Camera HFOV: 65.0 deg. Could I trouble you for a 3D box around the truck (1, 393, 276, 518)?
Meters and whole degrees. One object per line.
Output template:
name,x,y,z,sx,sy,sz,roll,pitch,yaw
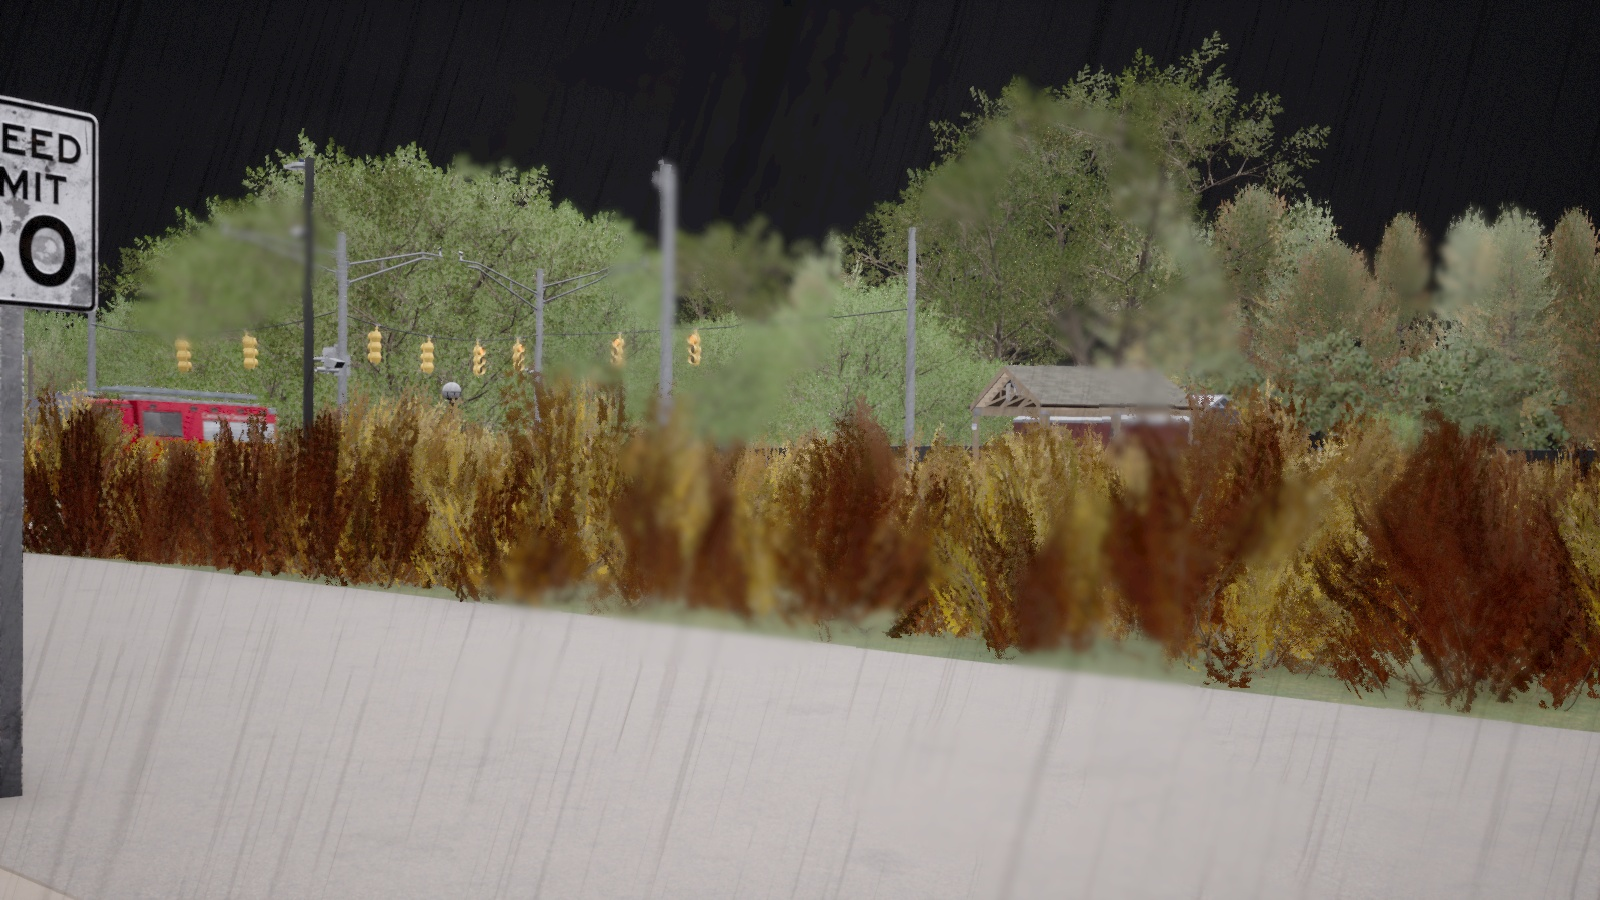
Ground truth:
truck,-22.508,0.221,43.421,2.891,3.827,8.468,-2,-1,22
